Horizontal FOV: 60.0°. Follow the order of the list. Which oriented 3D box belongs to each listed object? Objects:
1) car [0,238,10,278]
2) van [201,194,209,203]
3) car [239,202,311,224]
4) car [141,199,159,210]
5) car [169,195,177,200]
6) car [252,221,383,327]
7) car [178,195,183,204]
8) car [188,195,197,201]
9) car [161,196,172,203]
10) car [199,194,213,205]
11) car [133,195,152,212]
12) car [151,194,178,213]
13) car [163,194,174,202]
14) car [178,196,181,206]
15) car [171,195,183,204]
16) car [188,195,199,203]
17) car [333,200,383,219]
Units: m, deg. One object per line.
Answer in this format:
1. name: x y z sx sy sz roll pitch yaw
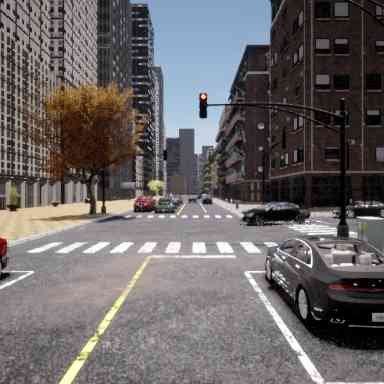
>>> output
1. car: -5.675 1.545 6.943 1.887 1.381 4.507 0 0 0
2. van: 2.863 1.402 72.448 1.690 1.788 3.998 0 0 0
3. car: 5.658 1.451 22.784 4.902 1.511 2.128 -2 0 -12
4. car: -5.584 1.592 44.854 1.947 1.339 4.313 0 0 0
5. car: -5.464 1.654 94.560 2.008 1.369 4.403 0 0 0
6. car: 2.705 1.551 6.923 2.008 1.369 4.403 0 0 0
7. car: -2.957 1.528 55.308 2.128 1.511 4.902 0 0 0
8. car: 0.191 1.462 79.061 2.033 1.411 5.357 0 0 0
9. car: -5.517 1.627 72.469 1.947 1.339 4.313 0 0 0
10. car: 2.837 1.611 61.402 1.947 1.339 4.313 0 0 0
11. car: -5.598 1.336 39.331 2.192 1.841 5.009 0 0 0
12. car: -2.983 1.371 37.013 2.097 1.767 4.553 0 0 -1
13. car: -5.504 1.386 77.991 2.192 1.841 5.009 0 0 0
14. car: -2.988 1.629 45.996 1.895 1.301 4.718 0 0 0
15. car: -2.876 1.403 66.011 2.097 1.767 4.553 0 0 1
16. car: 0.165 1.546 68.638 2.128 1.511 4.902 0 0 0
17. car: 13.489 1.350 26.302 4.403 1.369 2.008 -1 1 0
